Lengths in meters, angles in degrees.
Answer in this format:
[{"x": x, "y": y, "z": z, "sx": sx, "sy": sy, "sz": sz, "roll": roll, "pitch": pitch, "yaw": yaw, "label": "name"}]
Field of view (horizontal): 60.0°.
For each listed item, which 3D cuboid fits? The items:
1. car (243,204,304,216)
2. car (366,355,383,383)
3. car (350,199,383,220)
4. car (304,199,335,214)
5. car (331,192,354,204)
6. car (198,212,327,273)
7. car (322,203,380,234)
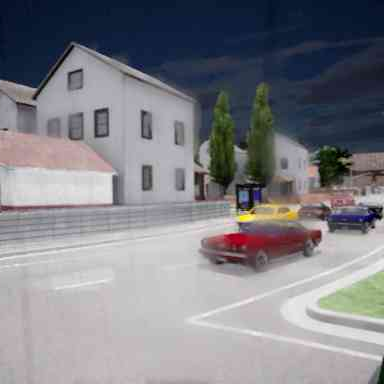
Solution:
[{"x": 4.100, "y": 1.437, "z": 17.903, "sx": 1.882, "sy": 1.535, "sz": 5.008, "roll": -1, "pitch": 0, "yaw": 37, "label": "car"}, {"x": 3.358, "y": 1.552, "z": 1.421, "sx": 4.718, "sy": 1.301, "sz": 1.895, "roll": -1, "pitch": 0, "yaw": 39, "label": "car"}, {"x": 13.962, "y": 1.432, "z": 26.315, "sx": 1.895, "sy": 1.301, "sz": 4.718, "roll": -1, "pitch": 0, "yaw": 32, "label": "car"}, {"x": 9.441, "y": 1.457, "z": 25.696, "sx": 1.994, "sy": 1.385, "sz": 4.181, "roll": -1, "pitch": 0, "yaw": 31, "label": "car"}, {"x": 17.835, "y": 1.015, "z": 39.331, "sx": 2.150, "sy": 2.045, "sz": 5.566, "roll": -1, "pitch": 0, "yaw": 32, "label": "car"}, {"x": 2.386, "y": 1.576, "z": 10.907, "sx": 4.718, "sy": 1.301, "sz": 1.895, "roll": -1, "pitch": 0, "yaw": -45, "label": "car"}, {"x": 9.008, "y": 1.493, "z": 18.642, "sx": 1.895, "sy": 1.301, "sz": 4.718, "roll": -1, "pitch": 0, "yaw": 36, "label": "car"}]
